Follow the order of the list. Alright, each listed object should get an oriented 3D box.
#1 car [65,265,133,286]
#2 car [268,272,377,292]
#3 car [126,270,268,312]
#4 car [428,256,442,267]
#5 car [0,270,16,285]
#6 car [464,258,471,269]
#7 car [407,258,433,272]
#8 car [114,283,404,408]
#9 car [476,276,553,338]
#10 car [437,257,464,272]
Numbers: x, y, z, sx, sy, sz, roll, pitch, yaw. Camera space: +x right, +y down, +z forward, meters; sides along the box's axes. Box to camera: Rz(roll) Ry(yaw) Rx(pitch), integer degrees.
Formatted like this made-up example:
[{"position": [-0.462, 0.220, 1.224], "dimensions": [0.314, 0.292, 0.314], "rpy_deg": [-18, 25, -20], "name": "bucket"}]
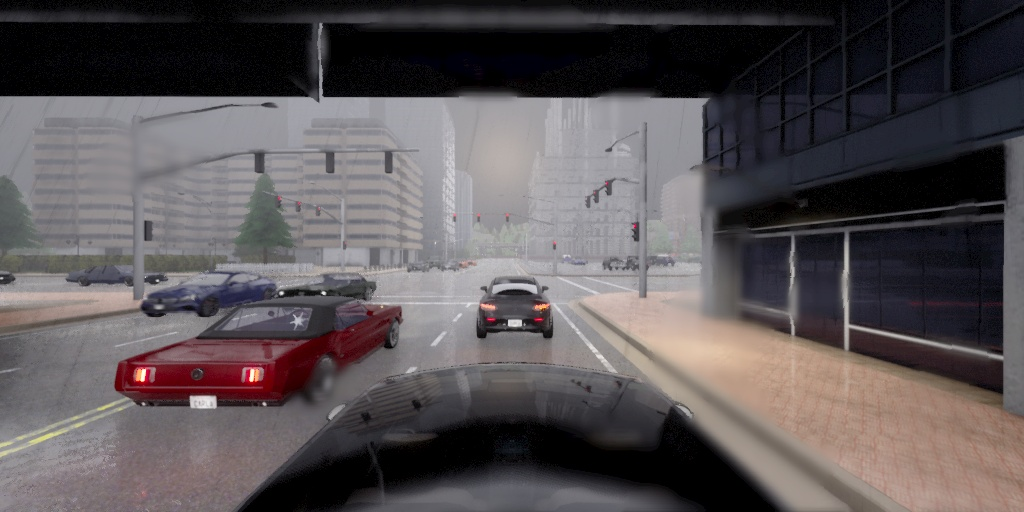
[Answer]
[{"position": [-26.679, 1.293, 24.285], "dimensions": [5.357, 1.411, 2.033], "rpy_deg": [0, 0, 0], "name": "car"}, {"position": [-7.150, 1.348, 14.349], "dimensions": [1.895, 1.301, 4.718], "rpy_deg": [0, 0, 0], "name": "car"}, {"position": [-10.654, 1.273, 13.130], "dimensions": [1.812, 1.442, 4.674], "rpy_deg": [0, 0, -1], "name": "car"}, {"position": [-11.660, 0.960, 54.251], "dimensions": [2.150, 2.045, 5.566], "rpy_deg": [0, 0, -1], "name": "car"}, {"position": [-36.882, 1.251, 24.227], "dimensions": [4.892, 1.490, 1.837], "rpy_deg": [0, 0, 0], "name": "car"}, {"position": [-8.173, 1.094, 56.320], "dimensions": [2.097, 1.767, 4.553], "rpy_deg": [0, 0, 0], "name": "car"}, {"position": [-11.582, 1.306, 44.610], "dimensions": [1.994, 1.385, 4.181], "rpy_deg": [0, 0, 0], "name": "car"}, {"position": [-3.440, 1.350, 6.237], "dimensions": [1.895, 1.301, 4.718], "rpy_deg": [0, 0, 0], "name": "car"}, {"position": [0.071, 1.274, 10.004], "dimensions": [1.812, 1.442, 4.674], "rpy_deg": [0, 0, 0], "name": "car"}, {"position": [-8.107, 1.233, 47.406], "dimensions": [2.128, 1.511, 4.902], "rpy_deg": [0, 0, 0], "name": "car"}]
